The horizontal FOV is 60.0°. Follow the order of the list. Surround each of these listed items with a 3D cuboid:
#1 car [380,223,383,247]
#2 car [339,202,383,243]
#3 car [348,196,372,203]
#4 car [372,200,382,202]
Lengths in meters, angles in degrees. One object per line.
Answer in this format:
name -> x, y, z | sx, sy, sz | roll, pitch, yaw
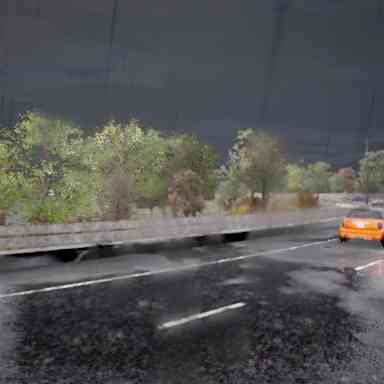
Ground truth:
car -> 8.180, 1.699, 10.696 | 5.357, 1.411, 2.033 | 1, -1, -43
car -> 9.153, 1.565, 16.511 | 4.553, 1.767, 2.097 | 1, -1, -44
car -> 39.754, 2.077, 78.897 | 2.150, 2.045, 5.566 | 0, -1, 5
car -> 43.226, 2.463, 78.469 | 1.895, 1.301, 4.718 | 0, -1, 5
